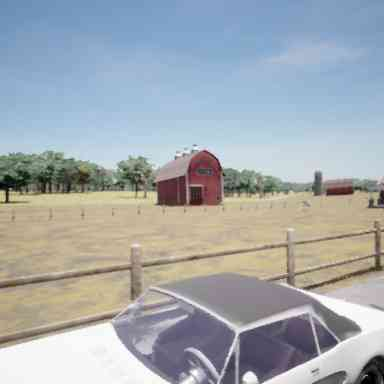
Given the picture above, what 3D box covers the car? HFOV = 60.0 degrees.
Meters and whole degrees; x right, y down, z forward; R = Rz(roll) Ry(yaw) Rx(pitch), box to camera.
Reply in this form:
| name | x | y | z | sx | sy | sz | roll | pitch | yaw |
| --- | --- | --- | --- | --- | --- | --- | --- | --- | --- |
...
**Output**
| name | x | y | z | sx | sy | sz | roll | pitch | yaw |
| --- | --- | --- | --- | --- | --- | --- | --- | --- | --- |
| car | 0.054 | 1.601 | 3.111 | 4.718 | 1.301 | 1.895 | 0 | 0 | -35 |
